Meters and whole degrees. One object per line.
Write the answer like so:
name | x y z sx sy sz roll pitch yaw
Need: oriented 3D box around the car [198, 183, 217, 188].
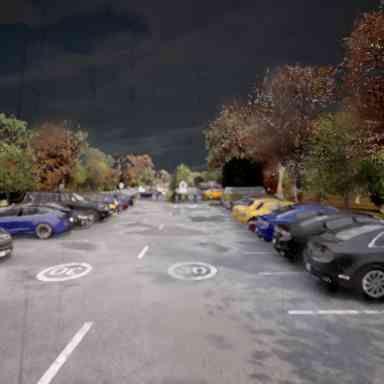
car | 4.825 -0.638 76.172 5.566 2.045 2.435 0 3 0

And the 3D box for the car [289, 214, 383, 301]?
car | 5.037 1.397 7.500 4.892 1.521 2.231 0 1 0

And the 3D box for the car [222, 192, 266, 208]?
car | 5.062 0.981 27.151 4.674 1.452 2.002 0 2 0

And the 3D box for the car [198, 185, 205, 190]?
car | 4.613 -0.145 70.649 5.366 1.575 1.946 0 3 0

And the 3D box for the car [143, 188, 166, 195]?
car | -8.275 -0.181 73.443 4.892 1.521 2.231 0 2 0

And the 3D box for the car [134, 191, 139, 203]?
car | -8.046 0.859 32.535 4.792 1.488 2.163 0 2 0

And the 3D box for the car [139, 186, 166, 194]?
car | -8.275 0.184 65.122 5.008 1.535 2.097 0 3 0

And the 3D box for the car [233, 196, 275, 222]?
car | 5.238 1.196 18.653 5.366 1.575 1.946 0 2 0

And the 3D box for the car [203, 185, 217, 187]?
car | 4.830 0.091 62.465 4.553 1.767 2.185 0 3 0

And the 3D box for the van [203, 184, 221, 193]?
van | 4.912 -0.860 81.832 4.442 1.987 1.878 0 2 0

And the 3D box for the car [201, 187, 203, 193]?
car | 4.770 0.130 65.115 4.792 1.488 2.163 0 3 0

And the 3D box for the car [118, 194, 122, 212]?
car | -8.028 1.126 24.190 5.008 1.535 2.097 0 2 0

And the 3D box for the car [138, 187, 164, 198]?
car | -8.309 0.336 62.350 4.792 1.488 2.163 0 3 0

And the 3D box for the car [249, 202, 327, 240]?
car | 5.043 1.315 13.208 5.008 1.535 2.097 0 1 0

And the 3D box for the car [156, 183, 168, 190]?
car | -8.254 -0.189 67.885 5.566 2.045 2.435 0 3 0

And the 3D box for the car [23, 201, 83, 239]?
car | -8.058 1.381 15.831 4.792 1.488 2.163 0 1 0

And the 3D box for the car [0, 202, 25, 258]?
car | -8.066 1.321 10.247 4.553 1.767 2.185 0 1 0

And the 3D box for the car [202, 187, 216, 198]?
car | 4.795 0.338 59.702 5.008 1.535 2.097 0 3 0

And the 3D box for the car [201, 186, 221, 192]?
car | 4.825 -0.720 84.611 4.792 1.488 2.163 0 2 0

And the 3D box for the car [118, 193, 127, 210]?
car | -7.990 0.907 26.963 4.553 1.767 2.185 0 2 0

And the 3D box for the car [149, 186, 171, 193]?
car | -8.098 -0.665 84.534 5.366 1.575 1.946 0 2 0

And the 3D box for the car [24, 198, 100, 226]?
car | -8.034 1.288 18.609 4.892 1.521 2.231 0 1 0

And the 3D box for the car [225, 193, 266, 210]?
car | 5.086 1.069 24.240 4.792 1.488 2.163 0 2 0

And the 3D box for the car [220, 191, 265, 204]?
car | 5.064 0.879 29.934 4.674 1.452 2.002 0 2 0

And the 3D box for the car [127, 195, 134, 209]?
car | -7.989 0.960 29.753 4.792 1.488 2.163 0 2 0

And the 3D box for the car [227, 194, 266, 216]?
car | 5.240 1.120 21.448 5.366 1.575 1.946 0 2 0

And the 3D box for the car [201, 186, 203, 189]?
car | 4.796 0.018 67.883 4.674 1.452 2.002 0 3 0

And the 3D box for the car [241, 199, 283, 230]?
car | 5.021 1.292 15.999 4.792 1.488 2.163 0 1 0

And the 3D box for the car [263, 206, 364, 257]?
car | 5.040 1.359 10.418 5.008 1.535 2.097 0 1 0

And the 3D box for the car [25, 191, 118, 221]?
car | -7.998 0.960 21.390 5.566 2.045 2.435 0 2 0

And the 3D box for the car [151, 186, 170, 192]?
car | -8.290 -0.770 87.300 4.892 1.521 2.231 0 2 0

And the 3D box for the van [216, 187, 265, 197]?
van | 4.935 0.519 32.596 4.442 1.987 1.878 -1 2 0
